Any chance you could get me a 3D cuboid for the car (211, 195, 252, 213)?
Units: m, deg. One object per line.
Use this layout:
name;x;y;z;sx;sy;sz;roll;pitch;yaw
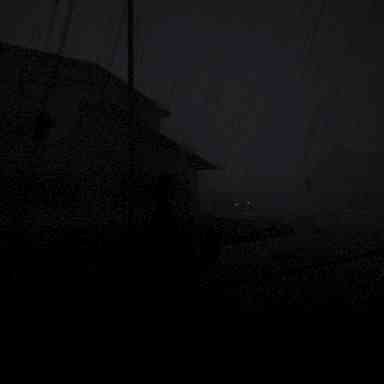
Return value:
car;3.929;1.156;33.949;2.097;1.767;4.553;-1;0;-35
